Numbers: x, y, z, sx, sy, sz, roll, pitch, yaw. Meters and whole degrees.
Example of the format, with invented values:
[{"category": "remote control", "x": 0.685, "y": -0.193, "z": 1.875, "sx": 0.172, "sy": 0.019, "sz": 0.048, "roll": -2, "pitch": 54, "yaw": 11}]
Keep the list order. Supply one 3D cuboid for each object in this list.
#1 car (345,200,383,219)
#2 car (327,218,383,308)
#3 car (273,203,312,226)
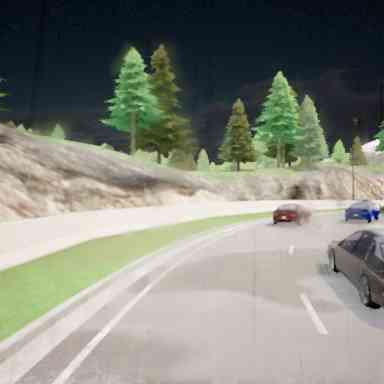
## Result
[{"category": "car", "x": 14.139, "y": 1.648, "z": 27.465, "sx": 1.882, "sy": 1.535, "sz": 5.008, "roll": 0, "pitch": 0, "yaw": 39}, {"category": "car", "x": 4.578, "y": 1.601, "z": 7.764, "sx": 2.033, "sy": 1.411, "sz": 5.357, "roll": 0, "pitch": 0, "yaw": 12}, {"category": "car", "x": 7.467, "y": 1.582, "z": 24.568, "sx": 1.882, "sy": 1.535, "sz": 5.008, "roll": 0, "pitch": 0, "yaw": 31}]
